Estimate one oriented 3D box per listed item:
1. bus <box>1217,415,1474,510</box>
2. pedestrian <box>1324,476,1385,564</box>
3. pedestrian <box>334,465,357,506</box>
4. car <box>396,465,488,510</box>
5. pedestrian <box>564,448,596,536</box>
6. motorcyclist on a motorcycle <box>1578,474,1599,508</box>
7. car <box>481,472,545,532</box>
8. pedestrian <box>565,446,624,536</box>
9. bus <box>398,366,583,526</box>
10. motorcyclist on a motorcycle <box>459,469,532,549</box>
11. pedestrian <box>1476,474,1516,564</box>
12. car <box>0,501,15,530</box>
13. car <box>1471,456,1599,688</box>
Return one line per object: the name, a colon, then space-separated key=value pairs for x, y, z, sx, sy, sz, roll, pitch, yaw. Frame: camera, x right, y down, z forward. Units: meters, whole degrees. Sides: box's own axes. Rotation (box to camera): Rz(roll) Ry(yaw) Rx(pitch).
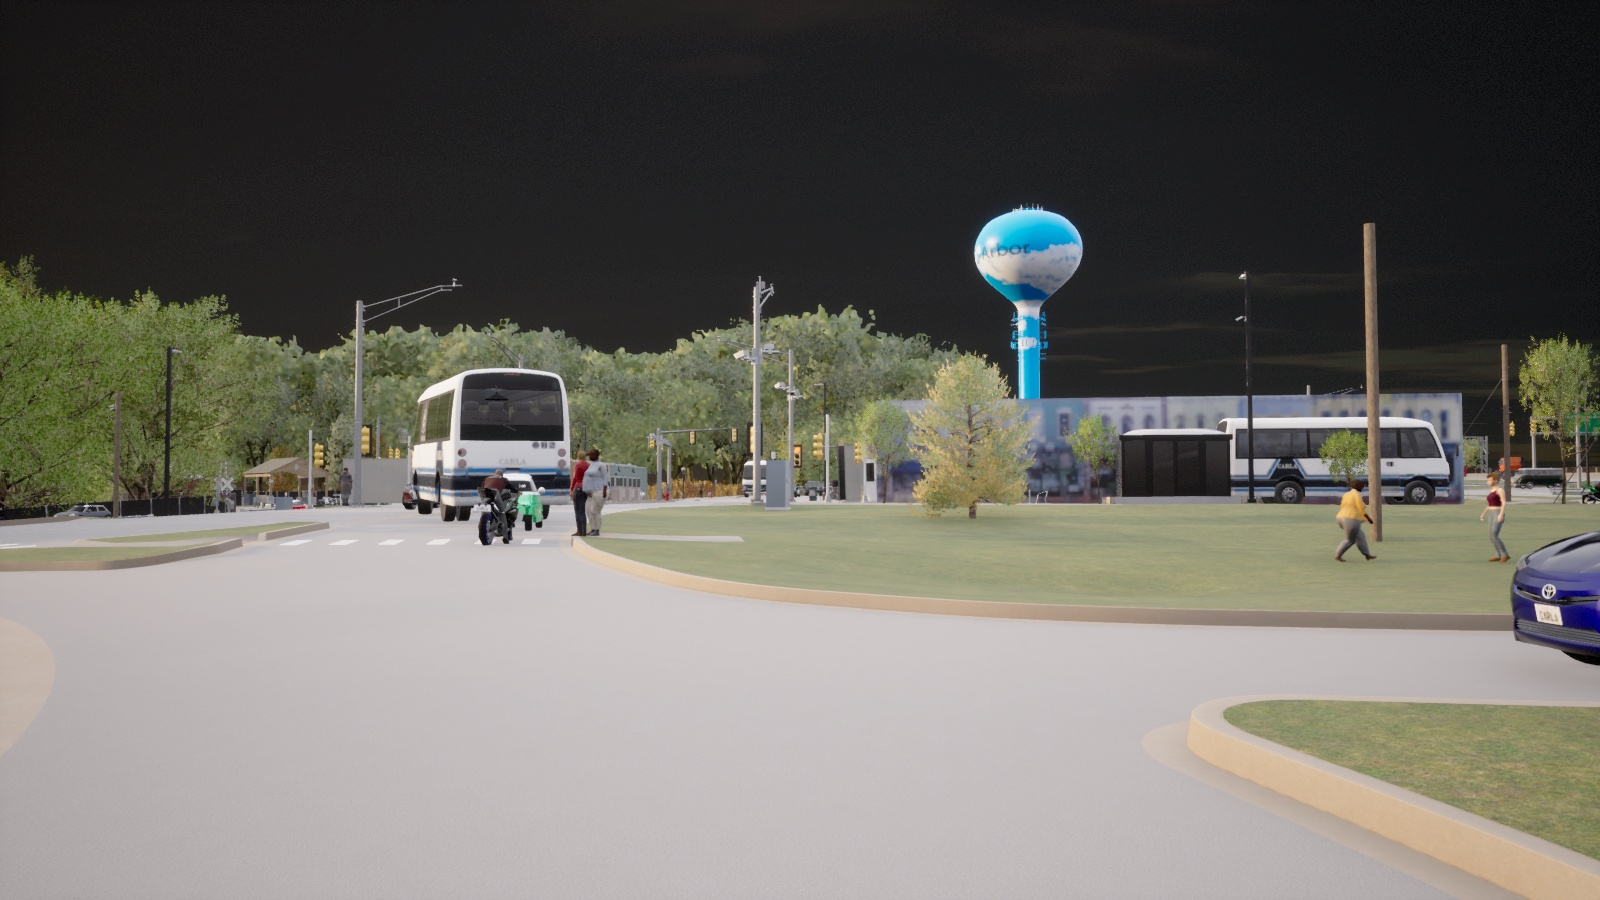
bus: x=25.258 y=0.647 z=58.804 sx=10.273 sy=4.253 sz=3.944 roll=0 pitch=-3 yaw=8
pedestrian: x=11.903 y=1.493 z=26.968 sx=0.900 sy=1.855 sz=0.874 roll=0 pitch=-3 yaw=1
pedestrian: x=-21.891 y=1.713 z=60.523 sx=0.659 sy=1.952 sz=0.873 roll=0 pitch=-3 yaw=8
car: x=-13.705 y=1.435 z=48.392 sx=2.033 sy=1.649 sz=4.856 roll=0 pitch=-2 yaw=2
pedestrian: x=-4.635 y=0.887 z=26.489 sx=0.636 sy=1.846 sz=0.331 roll=-2 pitch=-3 yaw=42
motorcyclist on a motorcycle: x=36.384 y=1.853 z=56.626 sx=2.044 sy=1.523 sz=0.797 roll=-2 pitch=-3 yaw=21
car: x=-7.035 y=1.252 z=30.901 sx=1.481 sy=1.376 sz=2.207 roll=0 pitch=-1 yaw=-11
pedestrian: x=-4.334 y=0.871 z=26.508 sx=0.900 sy=1.855 sz=0.874 roll=2 pitch=-3 yaw=-39
bus: x=-9.867 y=-0.054 z=38.899 sx=3.944 sy=4.253 sz=10.273 roll=0 pitch=-1 yaw=-23
motorcyclist on a motorcycle: x=-6.113 y=1.153 z=25.371 sx=0.866 sy=1.530 sz=2.191 roll=0 pitch=-1 yaw=2
pedestrian: x=14.341 y=1.410 z=25.874 sx=0.594 sy=1.836 sz=0.345 roll=0 pitch=-3 yaw=5
car: x=-52.337 y=4.215 z=79.890 sx=1.905 sy=1.878 sz=3.866 roll=-1 pitch=-1 yaw=14
car: x=7.531 y=0.823 z=8.826 sx=4.514 sy=1.525 sz=2.007 roll=0 pitch=-2 yaw=2
